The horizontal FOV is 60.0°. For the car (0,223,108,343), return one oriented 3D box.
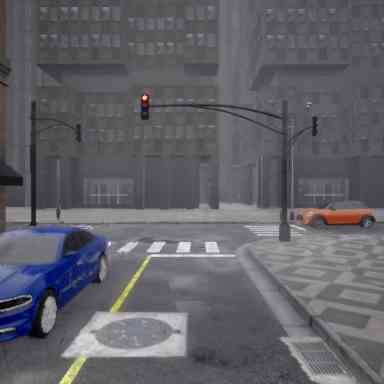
[{"bbox_3d":[-3.149,1.477,6.806,1.882,1.535,5.008,0,0,0],"label":"car"}]

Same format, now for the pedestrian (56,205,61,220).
[{"bbox_3d":[-9.825,1.532,24.453,0.500,1.100,0.500,0,0,1],"label":"pedestrian"}]

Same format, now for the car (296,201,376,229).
[{"bbox_3d":[8.985,1.337,21.071,4.553,1.767,2.097,0,0,-2],"label":"car"}]
